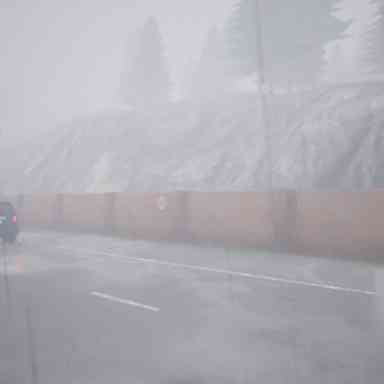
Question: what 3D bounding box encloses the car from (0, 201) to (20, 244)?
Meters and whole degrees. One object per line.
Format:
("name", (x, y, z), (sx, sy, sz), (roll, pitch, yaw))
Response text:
("car", (-10.547, 1.460, 16.156), (5.566, 2.045, 2.150), (-1, -1, 37))
